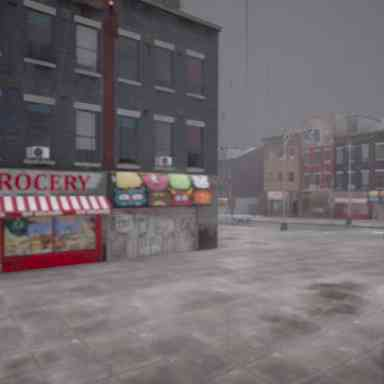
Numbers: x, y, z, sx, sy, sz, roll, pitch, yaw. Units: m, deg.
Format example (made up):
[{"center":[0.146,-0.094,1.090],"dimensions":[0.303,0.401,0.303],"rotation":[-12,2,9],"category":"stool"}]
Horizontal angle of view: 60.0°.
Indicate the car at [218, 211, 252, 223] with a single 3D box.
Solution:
[{"center":[4.352,2.757,37.293],"dimensions":[1.895,1.301,4.718],"rotation":[0,-2,-36],"category":"car"}]
